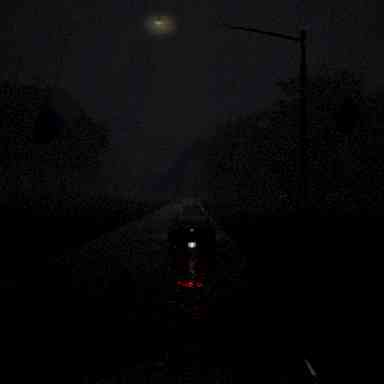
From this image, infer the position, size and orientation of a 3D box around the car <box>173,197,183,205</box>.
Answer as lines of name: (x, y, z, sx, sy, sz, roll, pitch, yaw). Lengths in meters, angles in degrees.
car: (-2.973, 1.913, 71.784, 2.128, 1.511, 4.902, 0, 0, 0)

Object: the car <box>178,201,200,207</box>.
car: (0.011, 1.812, 29.006, 2.033, 1.411, 5.357, 0, 0, 0)

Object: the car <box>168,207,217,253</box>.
car: (0.009, 1.639, 14.316, 1.837, 1.490, 4.892, 0, 0, 0)
